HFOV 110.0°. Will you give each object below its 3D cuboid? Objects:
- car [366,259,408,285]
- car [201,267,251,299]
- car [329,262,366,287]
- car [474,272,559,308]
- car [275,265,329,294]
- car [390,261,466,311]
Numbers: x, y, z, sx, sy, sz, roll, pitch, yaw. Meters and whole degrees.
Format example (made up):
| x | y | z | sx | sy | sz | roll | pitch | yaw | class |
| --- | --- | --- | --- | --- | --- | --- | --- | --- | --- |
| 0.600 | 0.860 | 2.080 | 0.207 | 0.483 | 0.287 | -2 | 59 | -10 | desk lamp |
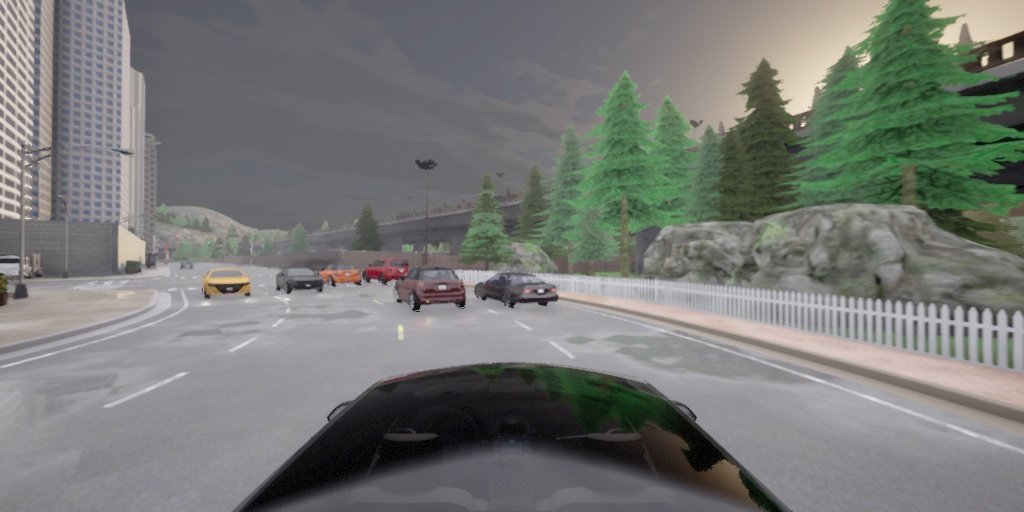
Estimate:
| x | y | z | sx | sy | sz | roll | pitch | yaw | class |
| --- | --- | --- | --- | --- | --- | --- | --- | --- | --- |
| -10.258 | 1.242 | 29.388 | 2.150 | 2.045 | 5.566 | 0 | 0 | -43 | car |
| -15.656 | 1.399 | 19.647 | 1.882 | 1.535 | 5.008 | 1 | -1 | -42 | car |
| -13.378 | 1.350 | 27.574 | 2.097 | 1.767 | 4.553 | 1 | -1 | -43 | car |
| -0.001 | 1.438 | 16.177 | 2.033 | 1.411 | 5.357 | 0 | -1 | -27 | car |
| -13.127 | 1.423 | 22.060 | 1.882 | 1.535 | 5.008 | 1 | -1 | -42 | car |
| -3.663 | 1.234 | 15.490 | 2.097 | 1.767 | 4.553 | 0 | -1 | -29 | car |
